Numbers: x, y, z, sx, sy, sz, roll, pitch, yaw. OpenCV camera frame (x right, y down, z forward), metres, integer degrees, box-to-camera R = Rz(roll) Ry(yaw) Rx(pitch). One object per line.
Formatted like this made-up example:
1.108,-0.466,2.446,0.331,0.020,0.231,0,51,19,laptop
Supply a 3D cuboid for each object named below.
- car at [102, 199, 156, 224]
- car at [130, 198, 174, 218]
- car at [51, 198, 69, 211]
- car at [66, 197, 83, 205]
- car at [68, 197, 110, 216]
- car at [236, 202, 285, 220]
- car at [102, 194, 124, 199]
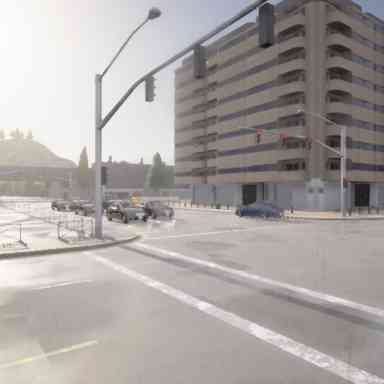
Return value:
-5.094,1.547,25.773,2.128,1.511,4.902,0,0,-35,car
-3.427,1.547,29.477,2.128,1.511,4.902,0,0,-35,car
-16.146,1.547,41.402,2.128,1.511,4.902,0,0,-35,car
-22.039,1.619,62.167,1.994,1.385,4.181,0,0,-35,car
-10.341,1.547,33.186,2.128,1.511,4.902,0,0,-35,car
5.795,1.582,28.516,1.812,1.442,4.674,-1,0,-36,car
-9.127,1.277,37.528,2.150,2.045,5.566,0,0,-35,car
